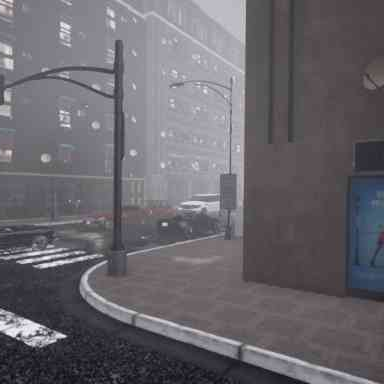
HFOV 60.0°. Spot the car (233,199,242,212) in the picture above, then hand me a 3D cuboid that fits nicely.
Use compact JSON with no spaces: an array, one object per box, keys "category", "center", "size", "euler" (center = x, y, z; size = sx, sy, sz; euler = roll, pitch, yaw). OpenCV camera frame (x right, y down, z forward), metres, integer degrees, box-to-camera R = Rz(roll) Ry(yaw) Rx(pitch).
[{"category":"car","center":[3.041,1.222,35.996],"size":[2.192,1.841,5.009],"euler":[1,1,35]}]

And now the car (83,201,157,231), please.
[{"category":"car","center":[-4.570,1.486,20.829],"size":[1.812,1.442,4.674],"euler":[1,1,35]}]

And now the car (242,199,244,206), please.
[{"category":"car","center":[6.960,1.288,37.281],"size":[2.097,1.767,4.553],"euler":[1,1,35]}]

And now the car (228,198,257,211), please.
[{"category":"car","center":[6.242,1.482,40.576],"size":[1.802,1.307,4.206],"euler":[1,1,35]}]

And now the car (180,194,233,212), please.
[{"category":"car","center":[1.096,1.170,28.919],"size":[2.150,2.045,5.566],"euler":[1,1,35]}]

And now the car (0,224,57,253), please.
[{"category":"car","center":[-7.340,1.596,11.755],"size":[1.895,1.301,4.718],"euler":[1,0,35]}]

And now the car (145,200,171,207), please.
[{"category":"car","center":[-3.368,1.361,26.841],"size":[1.967,1.590,4.097],"euler":[1,1,35]}]

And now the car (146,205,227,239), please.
[{"category":"car","center":[-0.117,1.598,17.746],"size":[1.947,1.339,4.313],"euler":[1,1,35]}]
